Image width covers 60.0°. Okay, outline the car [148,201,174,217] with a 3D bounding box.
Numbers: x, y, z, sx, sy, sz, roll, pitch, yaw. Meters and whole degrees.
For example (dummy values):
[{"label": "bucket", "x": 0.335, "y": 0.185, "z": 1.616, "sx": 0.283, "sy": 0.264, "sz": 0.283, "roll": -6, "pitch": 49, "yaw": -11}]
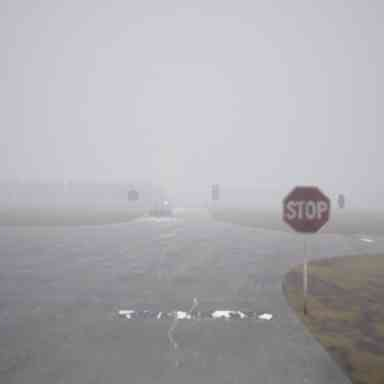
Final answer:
[{"label": "car", "x": -2.726, "y": 1.547, "z": 30.076, "sx": 1.994, "sy": 1.385, "sz": 4.181, "roll": 0, "pitch": 1, "yaw": 1}]
